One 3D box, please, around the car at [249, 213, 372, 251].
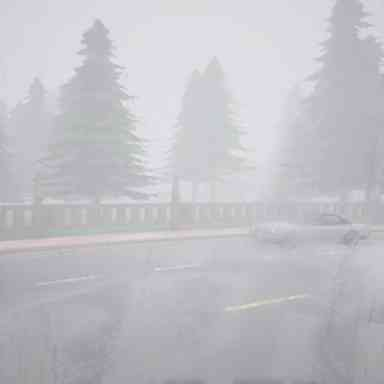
[{"bbox_3d":[4.768,1.520,13.545,4.718,1.301,1.895,0,0,-18],"label":"car"}]
